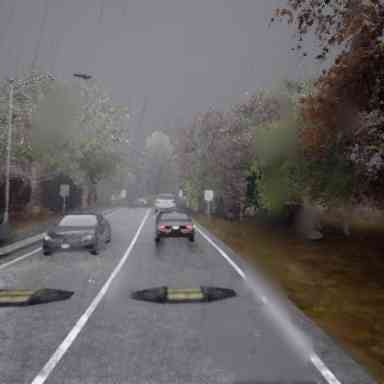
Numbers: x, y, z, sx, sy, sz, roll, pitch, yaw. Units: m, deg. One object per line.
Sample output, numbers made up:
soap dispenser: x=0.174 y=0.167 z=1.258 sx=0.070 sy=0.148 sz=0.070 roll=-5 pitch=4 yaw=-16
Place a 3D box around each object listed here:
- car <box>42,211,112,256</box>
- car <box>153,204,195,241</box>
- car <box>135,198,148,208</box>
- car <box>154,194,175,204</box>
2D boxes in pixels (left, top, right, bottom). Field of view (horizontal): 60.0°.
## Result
car: x=-4.353 y=1.523 z=13.266 sx=1.812 sy=1.442 sz=4.674 roll=0 pitch=0 yaw=-5
car: x=-0.938 y=1.561 z=16.666 sx=2.033 sy=1.411 sz=5.357 roll=0 pitch=0 yaw=-6
car: x=-8.644 y=1.851 z=56.916 sx=2.097 sy=1.767 sz=4.553 roll=0 pitch=-3 yaw=-6
car: x=-3.108 y=1.234 z=38.128 sx=2.150 sy=2.045 sz=5.566 roll=0 pitch=0 yaw=-6
